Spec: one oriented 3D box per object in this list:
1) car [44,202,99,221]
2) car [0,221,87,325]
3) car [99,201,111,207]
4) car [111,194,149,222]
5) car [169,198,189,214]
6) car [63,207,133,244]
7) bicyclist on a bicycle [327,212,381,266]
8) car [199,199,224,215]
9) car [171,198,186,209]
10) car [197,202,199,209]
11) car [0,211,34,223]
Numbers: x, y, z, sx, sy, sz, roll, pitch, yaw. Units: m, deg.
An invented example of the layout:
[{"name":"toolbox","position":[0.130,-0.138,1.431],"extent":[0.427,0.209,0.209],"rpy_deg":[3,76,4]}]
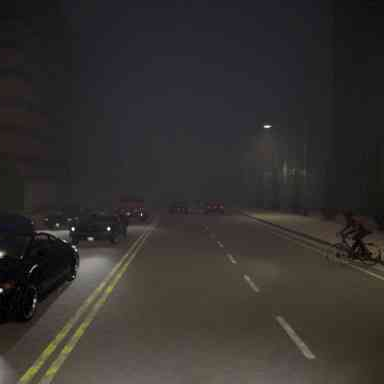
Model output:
[{"name":"car","position":[-7.991,1.539,22.111],"extent":[2.033,1.411,5.357],"rpy_deg":[0,0,-3]},{"name":"car","position":[-3.847,1.561,6.977],"extent":[1.994,1.385,4.181],"rpy_deg":[0,0,-2]},{"name":"car","position":[-8.376,1.552,32.022],"extent":[1.994,1.385,4.181],"rpy_deg":[0,0,-2]},{"name":"car","position":[-4.659,1.211,26.410],"extent":[2.150,2.045,5.566],"rpy_deg":[0,0,-3]},{"name":"car","position":[-1.368,1.478,34.598],"extent":[2.128,1.511,4.902],"rpy_deg":[0,0,-2]},{"name":"car","position":[-4.218,1.595,15.729],"extent":[1.895,1.301,4.718],"rpy_deg":[0,0,-2]},{"name":"bicyclist on a bicycle","position":[4.802,1.408,9.871],"extent":[1.656,1.620,0.582],"rpy_deg":[0,0,-2]},{"name":"car","position":[2.147,1.534,34.208],"extent":[2.033,1.411,5.357],"rpy_deg":[0,0,-2]},{"name":"car","position":[-1.902,1.529,46.490],"extent":[2.033,1.411,5.357],"rpy_deg":[0,0,-2]},{"name":"car","position":[1.688,1.583,43.842],"extent":[1.895,1.301,4.718],"rpy_deg":[0,0,-2]},{"name":"car","position":[-7.572,1.473,12.207],"extent":[1.882,1.535,5.008],"rpy_deg":[0,0,-3]}]
